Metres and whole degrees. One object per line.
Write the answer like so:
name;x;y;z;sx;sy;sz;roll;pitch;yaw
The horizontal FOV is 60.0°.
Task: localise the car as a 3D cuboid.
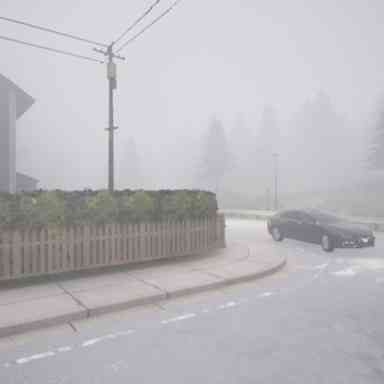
car;5.159;1.474;13.989;1.837;1.490;4.892;0;0;-24
